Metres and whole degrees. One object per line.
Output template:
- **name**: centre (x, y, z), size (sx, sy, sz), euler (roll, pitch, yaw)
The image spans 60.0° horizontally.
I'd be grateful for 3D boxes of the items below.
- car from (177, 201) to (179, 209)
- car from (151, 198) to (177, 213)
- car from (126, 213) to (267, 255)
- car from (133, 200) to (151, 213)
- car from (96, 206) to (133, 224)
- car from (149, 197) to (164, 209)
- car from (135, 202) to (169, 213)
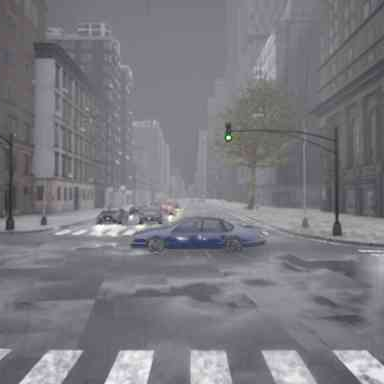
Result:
- **car**: centre (-3.265, 2.304, 60.384), size (1.837, 1.490, 4.892), euler (0, -1, 0)
- **car**: centre (-3.343, 1.883, 40.476), size (2.097, 1.767, 4.553), euler (0, -1, 0)
- **car**: centre (0.264, 1.715, 13.665), size (5.357, 1.411, 2.033), euler (0, -1, 0)
- **car**: centre (-6.593, 2.097, 41.933), size (2.033, 1.411, 5.357), euler (0, -1, 0)
- **car**: centre (-6.597, 1.931, 28.041), size (1.994, 1.385, 4.181), euler (0, -1, 0)
- **car**: centre (-6.501, 2.042, 61.795), size (2.150, 2.045, 5.566), euler (0, -1, 0)
- **car**: centre (-3.344, 1.876, 28.399), size (1.837, 1.490, 4.892), euler (0, -1, 0)
